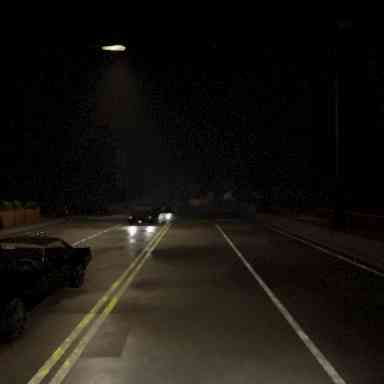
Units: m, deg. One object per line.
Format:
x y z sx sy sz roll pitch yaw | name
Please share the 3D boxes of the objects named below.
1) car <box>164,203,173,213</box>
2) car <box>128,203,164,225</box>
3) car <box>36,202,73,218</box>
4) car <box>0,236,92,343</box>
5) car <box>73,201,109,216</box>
-3.572 2.168 44.578 2.128 1.511 4.902 0 -7 0 | car
-3.602 1.710 25.672 2.033 1.411 5.357 0 -1 0 | car
-14.526 1.683 32.092 4.902 1.511 2.128 0 0 0 | car
-3.597 1.641 6.637 1.895 1.301 4.718 0 0 0 | car
-11.307 1.754 35.776 4.674 1.442 1.812 1 0 -3 | car
